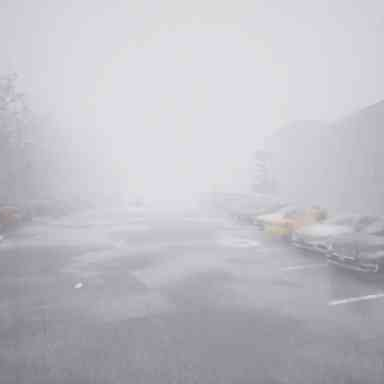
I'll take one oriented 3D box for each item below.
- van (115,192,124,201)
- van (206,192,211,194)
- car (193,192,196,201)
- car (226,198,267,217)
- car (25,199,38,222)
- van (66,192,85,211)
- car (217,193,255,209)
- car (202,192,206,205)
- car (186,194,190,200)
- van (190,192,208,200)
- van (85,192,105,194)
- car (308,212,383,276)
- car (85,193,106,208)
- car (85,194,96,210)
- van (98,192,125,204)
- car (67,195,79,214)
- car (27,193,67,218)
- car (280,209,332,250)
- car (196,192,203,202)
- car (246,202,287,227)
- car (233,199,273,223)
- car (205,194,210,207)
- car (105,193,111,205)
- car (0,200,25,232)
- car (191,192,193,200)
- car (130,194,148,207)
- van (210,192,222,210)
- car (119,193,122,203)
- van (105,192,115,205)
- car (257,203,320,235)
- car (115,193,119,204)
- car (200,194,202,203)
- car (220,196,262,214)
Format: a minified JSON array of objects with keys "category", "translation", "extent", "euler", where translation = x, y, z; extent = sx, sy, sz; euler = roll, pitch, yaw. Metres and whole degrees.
[{"category":"van","translation":[-14.277,0.975,55.607],"extent":[4.442,1.987,1.878],"euler":[-1,0,-23]},{"category":"van","translation":[4.521,1.080,41.910],"extent":[4.442,1.987,1.878],"euler":[1,0,-23]},{"category":"car","translation":[3.478,1.248,62.440],"extent":[5.366,1.575,1.946],"euler":[1,0,-23]},{"category":"car","translation":[5.332,1.429,24.271],"extent":[4.792,1.488,2.163],"euler":[1,1,-23]},{"category":"car","translation":[-12.296,1.389,20.364],"extent":[4.792,1.488,2.163],"euler":[-1,1,-23]},{"category":"van","translation":[-13.009,1.063,32.086],"extent":[4.442,1.987,1.878],"euler":[-1,1,-23]},{"category":"car","translation":[5.076,1.239,30.152],"extent":[4.553,1.767,2.185],"euler":[1,1,-23]},{"category":"car","translation":[4.228,1.165,44.781],"extent":[4.553,1.767,2.185],"euler":[1,0,-23]},{"category":"car","translation":[2.318,0.979,79.930],"extent":[5.566,2.045,2.435],"euler":[1,0,-23]},{"category":"van","translation":[1.932,1.104,88.768],"extent":[4.442,1.987,1.878],"euler":[2,-2,-23]},{"category":"van","translation":[-13.487,1.020,40.909],"extent":[4.442,1.987,1.878],"euler":[-1,1,-23]},{"category":"car","translation":[6.155,1.494,9.637],"extent":[4.892,1.521,2.231],"euler":[1,1,-23]},{"category":"car","translation":[-13.050,1.252,38.093],"extent":[5.366,1.575,1.946],"euler":[-1,0,-23]},{"category":"car","translation":[-13.054,1.272,35.079],"extent":[4.892,1.521,2.231],"euler":[-1,1,-23]},{"category":"van","translation":[-14.224,0.968,58.648],"extent":[4.442,1.987,1.878],"euler":[-1,0,-23]},{"category":"car","translation":[-12.772,1.334,29.186],"extent":[4.792,1.488,2.163],"euler":[-1,1,-23]},{"category":"car","translation":[-12.561,1.196,26.270],"extent":[4.553,1.767,2.185],"euler":[-1,1,-23]},{"category":"car","translation":[5.992,1.514,12.566],"extent":[4.674,1.452,2.002],"euler":[1,1,-23]},{"category":"car","translation":[3.968,1.022,50.662],"extent":[5.566,2.045,2.435],"euler":[1,0,-23]},{"category":"car","translation":[5.676,1.477,18.426],"extent":[4.674,1.452,2.002],"euler":[1,1,-23]},{"category":"car","translation":[5.527,1.420,21.352],"extent":[4.892,1.521,2.231],"euler":[1,1,-23]},{"category":"car","translation":[4.564,1.317,38.932],"extent":[5.008,1.535,2.097],"euler":[1,0,-23]},{"category":"car","translation":[-13.533,1.272,43.896],"extent":[4.674,1.452,2.002],"euler":[-1,1,-23]},{"category":"car","translation":[-12.090,1.126,17.452],"extent":[5.566,2.045,2.435],"euler":[-1,0,-23]},{"category":"car","translation":[3.164,1.241,68.292],"extent":[5.366,1.575,1.946],"euler":[1,0,-23]},{"category":"car","translation":[-7.346,1.308,46.182],"extent":[2.033,1.411,5.357],"euler":[0,0,-3]},{"category":"van","translation":[4.627,1.103,35.952],"extent":[4.442,1.987,1.878],"euler":[1,1,-23]},{"category":"car","translation":[-14.017,1.245,52.722],"extent":[4.674,1.452,2.002],"euler":[-1,0,-23]},{"category":"van","translation":[-13.592,0.996,46.888],"extent":[4.442,1.987,1.878],"euler":[-1,0,-23]},{"category":"car","translation":[6.000,1.455,15.574],"extent":[5.366,1.575,1.946],"euler":[1,0,-23]},{"category":"car","translation":[-13.856,1.254,49.781],"extent":[4.674,1.452,2.002],"euler":[-1,0,-23]},{"category":"car","translation":[4.099,1.322,47.717],"extent":[4.674,1.452,2.002],"euler":[1,0,-23]},{"category":"car","translation":[5.207,1.383,27.216],"extent":[4.892,1.521,2.231],"euler":[1,1,-23]}]
